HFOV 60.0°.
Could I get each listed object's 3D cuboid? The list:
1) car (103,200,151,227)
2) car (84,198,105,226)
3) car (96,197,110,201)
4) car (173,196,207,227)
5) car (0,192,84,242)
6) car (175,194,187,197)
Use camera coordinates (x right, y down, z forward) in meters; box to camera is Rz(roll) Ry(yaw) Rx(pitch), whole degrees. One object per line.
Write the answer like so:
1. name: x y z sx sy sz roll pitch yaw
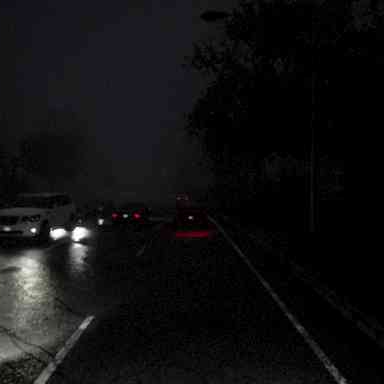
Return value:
1. car: -3.631 1.314 20.425 2.033 1.411 5.357 0 1 -1
2. car: -7.233 1.338 21.198 1.994 1.385 4.181 0 1 -1
3. car: -7.453 1.188 26.572 2.128 1.511 4.902 0 1 -1
4. car: -0.137 1.241 20.655 1.882 1.535 5.008 0 0 -1
5. car: -7.193 1.042 15.644 2.150 2.045 5.566 0 1 -1
6. car: -1.400 0.987 47.169 1.812 1.442 4.674 0 0 -4
